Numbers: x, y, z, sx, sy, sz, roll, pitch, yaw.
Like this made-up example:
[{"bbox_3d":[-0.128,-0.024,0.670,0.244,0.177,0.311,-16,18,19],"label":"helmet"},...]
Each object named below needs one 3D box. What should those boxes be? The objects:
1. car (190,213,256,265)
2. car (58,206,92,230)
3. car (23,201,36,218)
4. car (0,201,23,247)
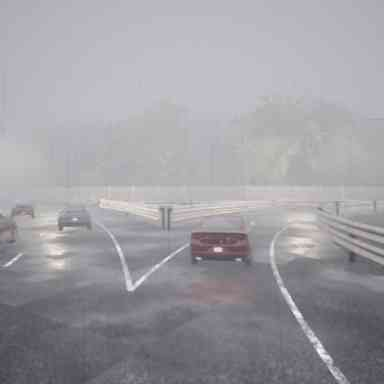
[{"bbox_3d":[1.222,1.500,11.935,1.882,1.535,5.008,0,0,11],"label":"car"},{"bbox_3d":[-7.674,1.602,21.725,1.994,1.385,4.181,0,0,-21],"label":"car"},{"bbox_3d":[-15.491,1.557,30.568,1.837,1.490,4.892,0,0,-27],"label":"car"},{"bbox_3d":[-8.426,1.373,13.123,2.097,1.767,4.553,0,0,-16],"label":"car"}]
